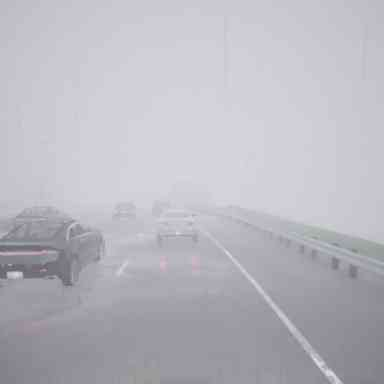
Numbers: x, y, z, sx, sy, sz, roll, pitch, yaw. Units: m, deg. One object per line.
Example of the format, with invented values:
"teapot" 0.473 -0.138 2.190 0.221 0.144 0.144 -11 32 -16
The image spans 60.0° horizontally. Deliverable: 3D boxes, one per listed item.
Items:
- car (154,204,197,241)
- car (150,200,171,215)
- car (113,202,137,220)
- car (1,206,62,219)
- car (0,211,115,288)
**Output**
"car" -0.792 1.534 16.597 1.812 1.442 4.674 0 0 -5
"car" -3.120 1.512 33.647 2.128 1.511 4.902 0 0 -10
"car" -5.738 1.571 28.394 2.033 1.411 5.357 0 0 -9
"car" -7.980 1.515 18.077 2.128 1.511 4.902 0 0 -6
"car" -3.781 1.503 9.314 2.128 1.511 4.902 0 0 -3
